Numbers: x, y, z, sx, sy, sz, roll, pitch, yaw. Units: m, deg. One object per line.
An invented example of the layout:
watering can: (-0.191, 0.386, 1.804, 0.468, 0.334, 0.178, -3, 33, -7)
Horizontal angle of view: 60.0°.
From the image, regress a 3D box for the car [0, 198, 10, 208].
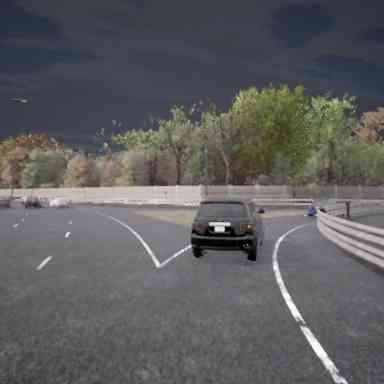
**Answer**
car: (-27.603, 1.536, 48.137, 2.128, 1.511, 4.902, 0, 0, -36)

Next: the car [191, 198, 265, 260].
car: (1.552, 1.235, 12.854, 2.150, 2.045, 5.566, 0, 0, 15)

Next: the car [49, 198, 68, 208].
car: (-19.617, 1.573, 48.922, 1.812, 1.442, 4.674, 0, 0, -34)

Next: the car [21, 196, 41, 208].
car: (-23.381, 1.398, 48.202, 2.097, 1.767, 4.553, 0, 0, -34)

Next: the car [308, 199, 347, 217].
car: (12.654, 1.382, 30.816, 4.553, 1.767, 2.097, 0, 0, -44)
